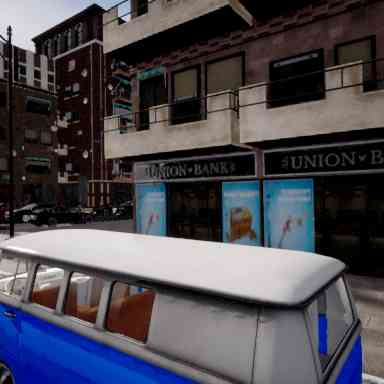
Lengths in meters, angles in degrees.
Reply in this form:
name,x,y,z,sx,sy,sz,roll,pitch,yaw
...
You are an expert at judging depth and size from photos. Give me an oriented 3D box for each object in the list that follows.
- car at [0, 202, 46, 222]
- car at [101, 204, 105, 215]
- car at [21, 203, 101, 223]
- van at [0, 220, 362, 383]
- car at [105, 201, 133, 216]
name,x,y,z,sx,sy,sz,roll,pitch,yaw
car,-12.484,1.635,26.980,1.837,1.490,4.892,-1,-1,36
car,-8.820,1.798,36.408,1.947,1.339,4.313,-2,-1,36
car,-8.690,1.583,22.357,1.947,1.339,4.313,-2,-1,36
van,-0.516,1.342,3.219,3.998,1.788,1.690,0,-1,35
car,-6.349,1.681,35.390,2.128,1.511,4.902,-1,-1,36
